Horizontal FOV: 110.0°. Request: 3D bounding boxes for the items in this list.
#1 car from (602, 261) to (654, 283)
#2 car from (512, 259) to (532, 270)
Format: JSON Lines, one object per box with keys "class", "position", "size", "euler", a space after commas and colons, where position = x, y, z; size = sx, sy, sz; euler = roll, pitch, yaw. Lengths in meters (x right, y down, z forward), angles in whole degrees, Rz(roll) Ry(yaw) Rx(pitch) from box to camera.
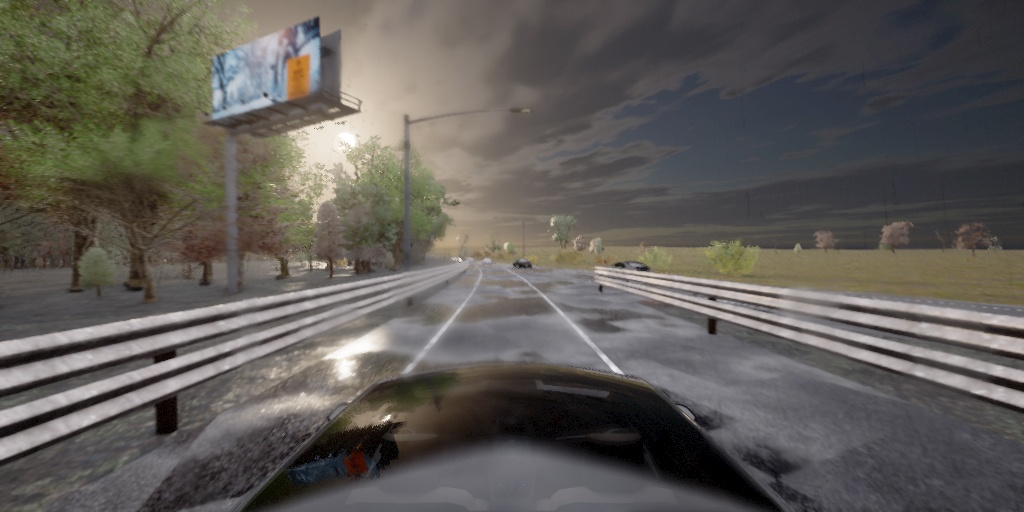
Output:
{"class": "car", "position": [7.934, 1.116, 25.259], "size": [1.837, 1.490, 4.892], "euler": [-1, 0, -14]}
{"class": "car", "position": [1.399, 1.111, 51.510], "size": [1.882, 1.535, 5.008], "euler": [-1, 0, -14]}
